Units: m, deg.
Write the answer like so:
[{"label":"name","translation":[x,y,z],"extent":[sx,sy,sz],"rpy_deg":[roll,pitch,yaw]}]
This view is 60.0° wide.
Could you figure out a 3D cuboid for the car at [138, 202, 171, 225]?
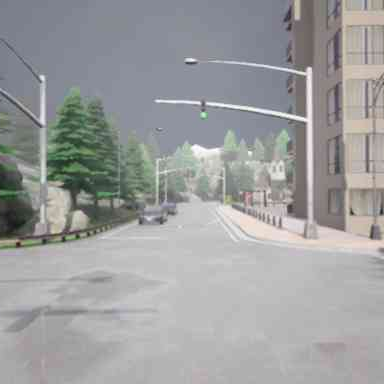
[{"label":"car","translation":[-3.040,1.765,26.662],"extent":[1.812,1.442,4.674],"rpy_deg":[0,0,2]}]

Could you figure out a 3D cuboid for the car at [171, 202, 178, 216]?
[{"label":"car","translation":[-2.677,1.863,37.289],"extent":[2.033,1.411,5.357],"rpy_deg":[0,0,3]}]
